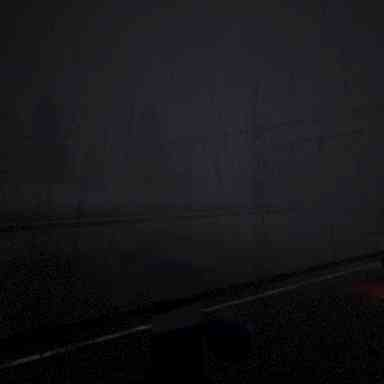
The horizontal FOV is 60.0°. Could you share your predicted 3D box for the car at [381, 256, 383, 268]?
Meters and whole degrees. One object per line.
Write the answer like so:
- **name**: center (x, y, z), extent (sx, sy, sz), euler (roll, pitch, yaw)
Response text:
- **car**: center (7.154, 1.436, 8.901), extent (5.357, 1.411, 2.033), euler (-1, 0, -35)
